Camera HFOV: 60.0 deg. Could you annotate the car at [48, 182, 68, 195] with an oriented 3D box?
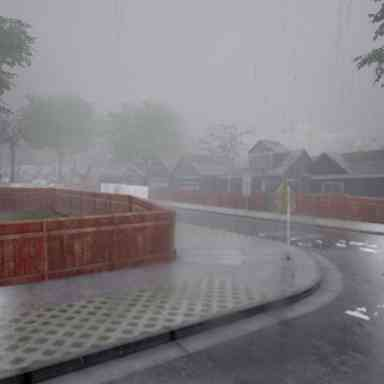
[{"bbox_3d":[-18.884,-0.455,46.800,2.097,1.767,4.553,1,2,-35],"label":"car"}]
